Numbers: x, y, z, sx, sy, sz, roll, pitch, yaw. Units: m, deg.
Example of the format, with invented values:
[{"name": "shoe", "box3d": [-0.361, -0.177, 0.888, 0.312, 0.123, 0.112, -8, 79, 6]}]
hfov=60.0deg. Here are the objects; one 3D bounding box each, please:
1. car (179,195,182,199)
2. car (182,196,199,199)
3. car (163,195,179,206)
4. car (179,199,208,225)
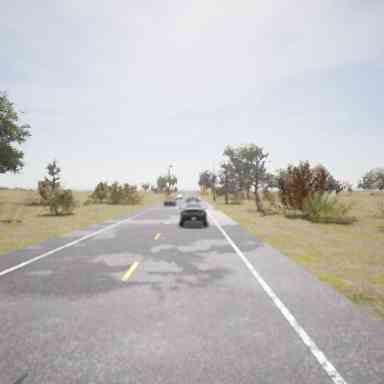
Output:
[{"name": "car", "box3d": [-3.487, 1.502, 92.715, 2.033, 1.411, 5.357, 0, 0, 0]}, {"name": "car", "box3d": [0.106, 1.345, 42.173, 2.097, 1.767, 4.553, 0, 0, 0]}, {"name": "car", "box3d": [-3.550, 1.466, 53.617, 1.882, 1.535, 5.008, 0, 0, 0]}, {"name": "car", "box3d": [0.105, 1.502, 24.228, 1.837, 1.490, 4.892, 0, 0, 0]}]
